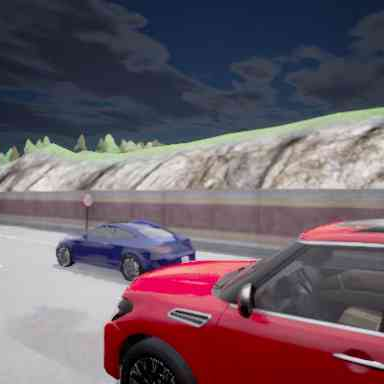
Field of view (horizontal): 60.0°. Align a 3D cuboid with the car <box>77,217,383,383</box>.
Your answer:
[{"bbox_3d":[1.695,1.229,2.802,5.566,2.045,2.150,0,0,35],"label":"car"}]

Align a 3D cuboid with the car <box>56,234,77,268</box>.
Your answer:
[{"bbox_3d":[-2.057,1.553,9.790,4.674,1.442,1.812,0,0,36],"label":"car"}]
